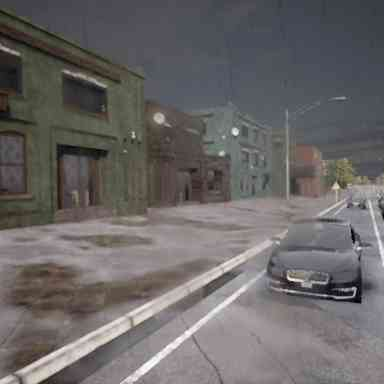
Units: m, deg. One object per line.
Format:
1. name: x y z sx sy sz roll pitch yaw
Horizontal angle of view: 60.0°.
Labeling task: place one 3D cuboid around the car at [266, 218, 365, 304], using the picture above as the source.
1. car: 3.233 1.460 8.327 1.837 1.490 4.892 0 0 27

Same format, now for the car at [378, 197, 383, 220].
1. car: 15.688 1.127 25.444 2.097 1.767 4.553 0 0 28

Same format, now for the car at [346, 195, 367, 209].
1. car: 19.010 1.108 38.438 2.128 1.511 4.902 0 2 28
